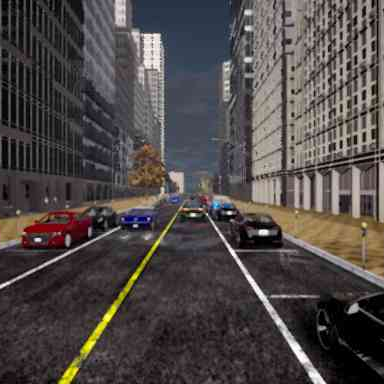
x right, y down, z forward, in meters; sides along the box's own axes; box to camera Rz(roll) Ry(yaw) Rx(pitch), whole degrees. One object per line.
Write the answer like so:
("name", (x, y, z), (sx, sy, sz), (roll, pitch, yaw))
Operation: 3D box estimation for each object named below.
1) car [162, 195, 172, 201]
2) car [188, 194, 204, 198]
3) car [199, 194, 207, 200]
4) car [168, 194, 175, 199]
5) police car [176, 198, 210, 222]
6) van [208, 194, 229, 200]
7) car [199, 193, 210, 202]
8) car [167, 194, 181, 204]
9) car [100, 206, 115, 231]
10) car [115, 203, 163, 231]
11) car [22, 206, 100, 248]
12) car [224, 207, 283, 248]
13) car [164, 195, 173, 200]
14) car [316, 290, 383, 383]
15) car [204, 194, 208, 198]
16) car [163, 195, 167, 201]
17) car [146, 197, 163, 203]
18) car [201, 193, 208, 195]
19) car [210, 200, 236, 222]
("car", (-5.728, 1.381, 77.163), (2.008, 1.369, 4.403), (0, 0, 0))
("car", (0.077, 1.354, 41.881), (2.033, 1.649, 4.856), (0, 0, 0))
("car", (2.650, 1.338, 83.017), (1.752, 1.417, 4.829), (0, 0, 0))
("car", (-5.737, 1.359, 94.239), (1.802, 1.307, 4.206), (0, 0, 0))
("police car", (0.086, 1.459, 26.091), (2.038, 1.542, 4.974), (0, 0, 0))
("van", (2.677, 1.287, 31.619), (1.690, 1.788, 3.998), (0, 0, 0))
("car", (2.657, 1.162, 71.463), (2.192, 1.841, 5.009), (0, 0, 0))
("car", (-3.075, 1.352, 61.032), (1.882, 1.535, 5.008), (0, 0, 0))
("car", (-5.699, 1.534, 20.237), (1.947, 1.339, 4.313), (0, 0, 0))
("car", (-3.112, 1.568, 20.569), (1.895, 1.301, 4.718), (0, 0, 0))
("car", (-5.696, 1.522, 14.545), (1.887, 1.381, 4.507), (0, 0, 0))
("car", (2.685, 1.544, 14.541), (1.947, 1.339, 4.313), (0, 0, 0))
("car", (-5.731, 1.379, 82.856), (1.947, 1.339, 4.313), (0, 0, 0))
("car", (2.690, 1.561, 3.157), (1.947, 1.339, 4.313), (0, 0, 0))
("car", (2.674, 1.374, 37.310), (1.967, 1.590, 4.097), (0, 0, 0))
("car", (-5.716, 1.443, 54.394), (2.008, 1.369, 4.403), (0, 0, 0))
("car", (-5.713, 1.433, 48.530), (1.752, 1.417, 4.829), (0, 0, 0))
("car", (2.663, 1.193, 60.078), (2.192, 1.841, 5.009), (0, 0, 0))
("car", (2.679, 1.524, 25.925), (1.947, 1.339, 4.313), (0, 0, 0))
